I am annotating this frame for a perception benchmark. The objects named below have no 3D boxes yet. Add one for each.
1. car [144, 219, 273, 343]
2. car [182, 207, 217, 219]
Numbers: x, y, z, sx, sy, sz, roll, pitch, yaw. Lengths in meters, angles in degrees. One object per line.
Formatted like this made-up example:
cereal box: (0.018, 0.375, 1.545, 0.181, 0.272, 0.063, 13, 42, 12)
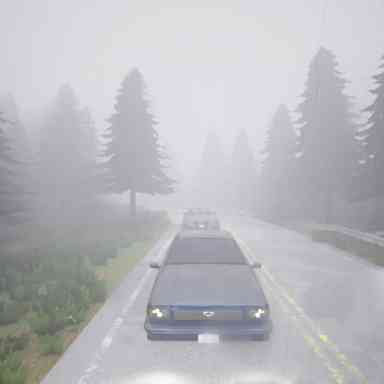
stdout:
car: (0.266, 1.557, 7.071, 2.033, 1.411, 5.357, 0, 0, 1)
car: (0.437, 1.584, 19.156, 1.994, 1.385, 4.181, 0, 0, -2)
